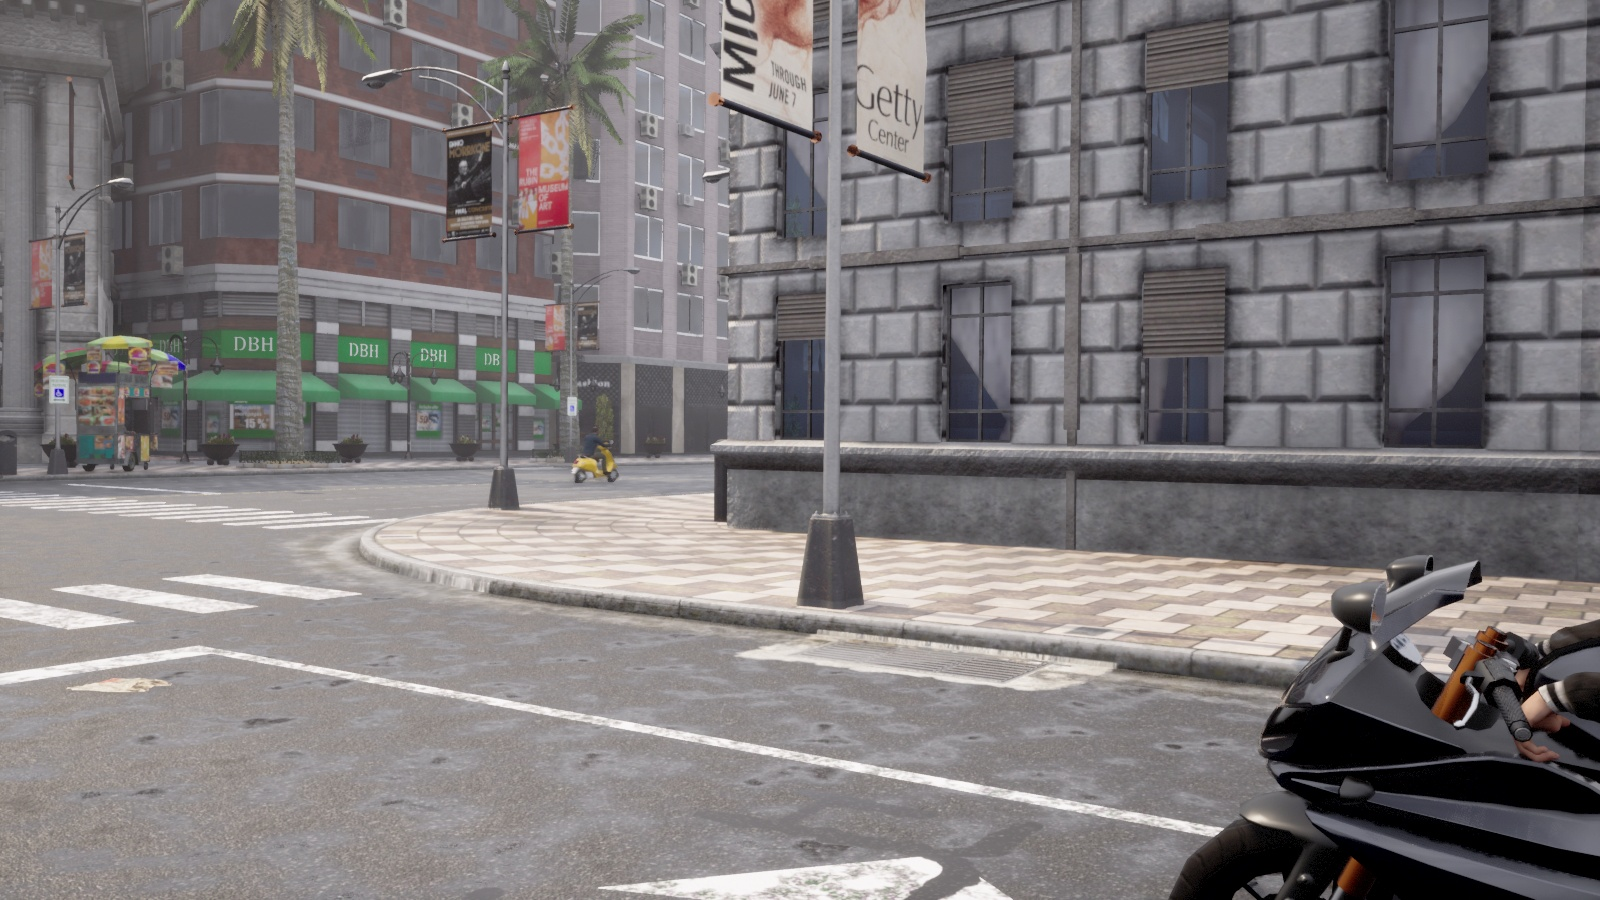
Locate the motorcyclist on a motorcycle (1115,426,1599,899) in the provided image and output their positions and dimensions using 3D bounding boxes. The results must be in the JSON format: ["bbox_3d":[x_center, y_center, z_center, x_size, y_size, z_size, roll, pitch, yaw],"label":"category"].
[{"bbox_3d":[1.824,0.717,2.412,2.191,1.530,0.866,0,1,34],"label":"motorcyclist on a motorcycle"}]

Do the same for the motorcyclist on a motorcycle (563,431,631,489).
[{"bbox_3d":[-5.700,0.253,35.401,0.866,1.590,1.817,0,1,34],"label":"motorcyclist on a motorcycle"}]
